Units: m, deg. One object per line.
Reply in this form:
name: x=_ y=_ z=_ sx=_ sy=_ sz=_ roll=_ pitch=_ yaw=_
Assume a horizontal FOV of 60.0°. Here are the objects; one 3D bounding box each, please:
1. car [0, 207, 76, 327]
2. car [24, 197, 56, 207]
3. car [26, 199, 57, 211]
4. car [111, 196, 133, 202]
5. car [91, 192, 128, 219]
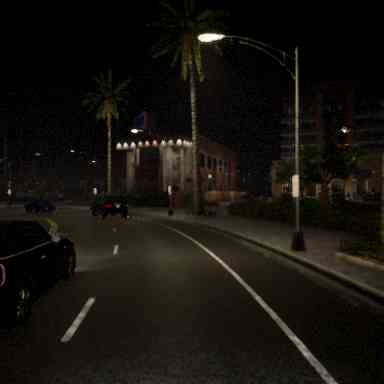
car: x=-4.037 y=1.380 z=7.154 sx=2.097 sy=1.767 sz=4.553 roll=0 pitch=0 yaw=-5
car: x=-17.218 y=1.613 z=37.195 sx=1.882 sy=1.535 sz=5.008 roll=0 pitch=0 yaw=-44
car: x=-19.887 y=1.722 z=44.003 sx=4.181 sy=1.385 sz=1.994 roll=0 pitch=0 yaw=37
car: x=-16.209 y=1.639 z=76.952 sx=4.674 sy=1.452 sz=2.002 roll=0 pitch=0 yaw=20
car: x=-7.640 y=1.312 z=30.578 sx=2.150 sy=2.045 sz=5.566 roll=0 pitch=0 yaw=-30
